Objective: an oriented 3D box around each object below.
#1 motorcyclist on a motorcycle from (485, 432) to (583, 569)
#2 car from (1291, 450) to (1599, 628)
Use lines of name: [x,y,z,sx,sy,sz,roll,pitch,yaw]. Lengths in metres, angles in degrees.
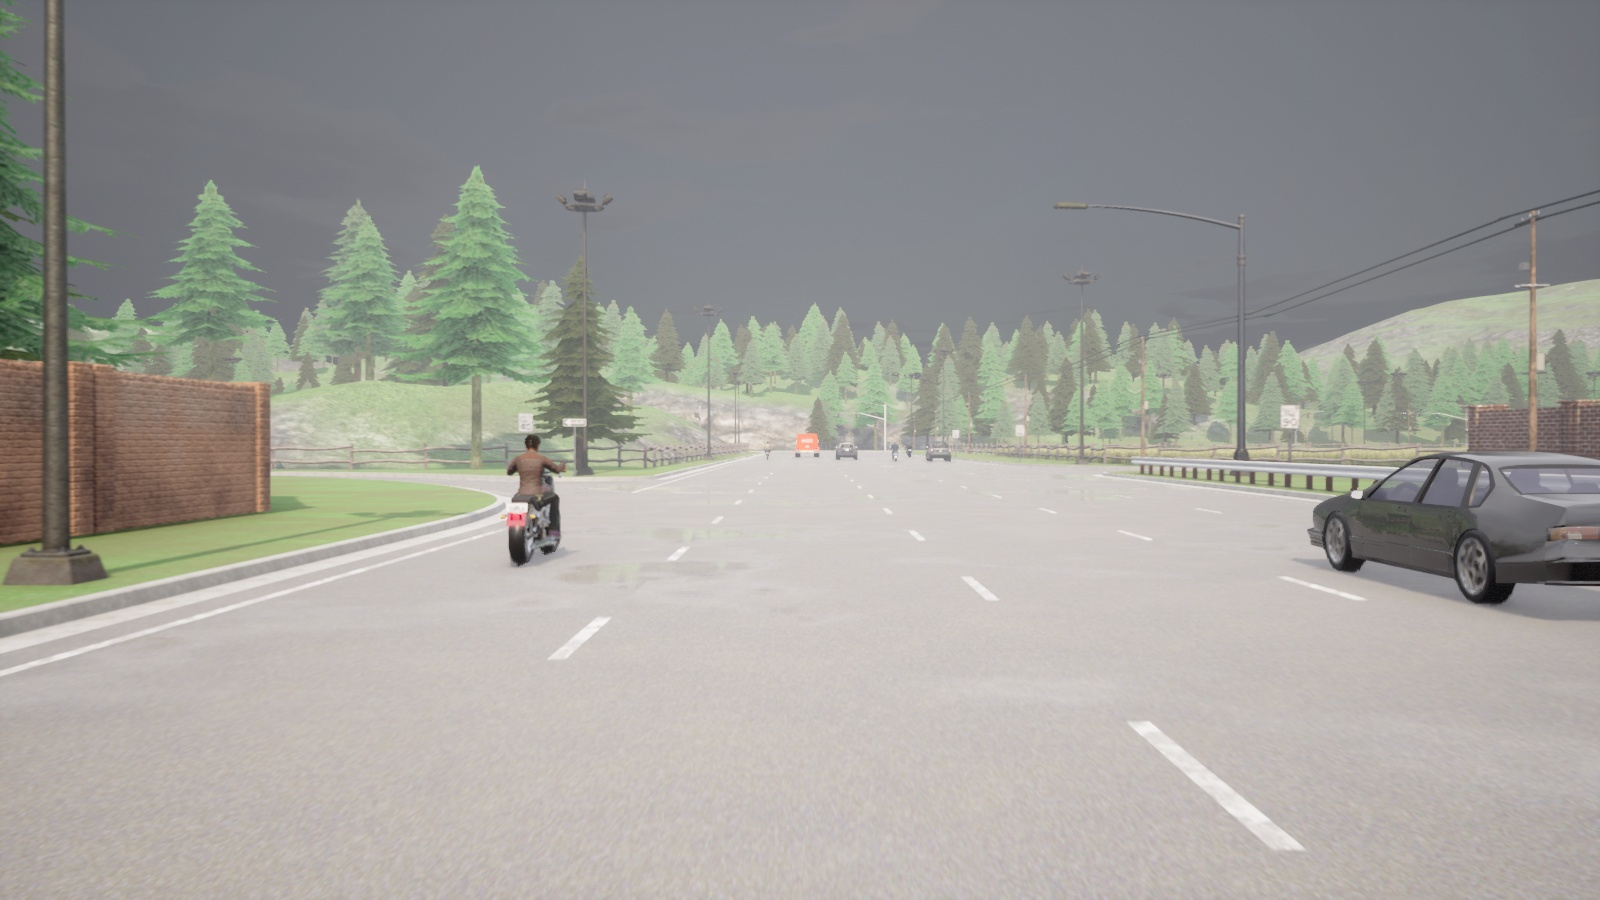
motorcyclist on a motorcycle: [-3.394,0.602,16.236,0.766,1.649,2.350,0,0,0]
car: [7.088,0.727,12.883,2.033,1.411,5.357,0,0,0]
